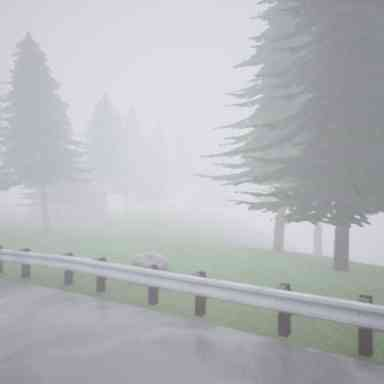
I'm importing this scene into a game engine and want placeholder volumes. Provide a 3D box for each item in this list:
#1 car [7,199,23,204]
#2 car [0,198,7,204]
[{"bbox_3d":[-42.355,2.326,80.955,2.128,1.511,4.902,0,0,-10],"label":"car"},{"bbox_3d":[-45.846,2.320,80.642,1.882,1.535,5.008,0,0,-10],"label":"car"}]
